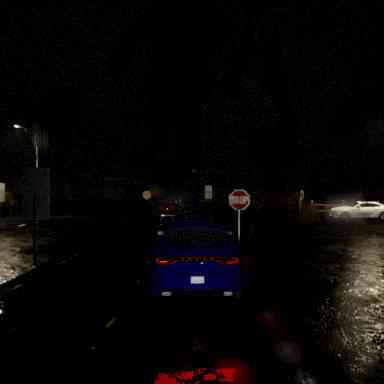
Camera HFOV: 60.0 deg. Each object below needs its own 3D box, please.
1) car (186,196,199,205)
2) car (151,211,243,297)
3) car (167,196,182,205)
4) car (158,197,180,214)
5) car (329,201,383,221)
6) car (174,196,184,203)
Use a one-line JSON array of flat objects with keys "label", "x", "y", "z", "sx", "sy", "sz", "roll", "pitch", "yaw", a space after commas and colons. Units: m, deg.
[{"label": "car", "x": 0.079, "y": 1.457, "z": 56.192, "sx": 1.837, "sy": 1.490, "sz": 4.892, "roll": 0, "pitch": 0, "yaw": 0}, {"label": "car", "x": 0.086, "y": 1.475, "z": 8.627, "sx": 1.882, "sy": 1.535, "sz": 5.008, "roll": 0, "pitch": 0, "yaw": 0}, {"label": "car", "x": -2.856, "y": 1.320, "z": 45.770, "sx": 2.097, "sy": 1.767, "sz": 4.553, "roll": 0, "pitch": 0, "yaw": 0}, {"label": "car", "x": -2.574, "y": 1.542, "z": 35.334, "sx": 1.994, "sy": 1.385, "sz": 4.181, "roll": 0, "pitch": 0, "yaw": -2}, {"label": "car", "x": 13.265, "y": 1.442, "z": 26.113, "sx": 4.674, "sy": 1.442, "sz": 1.812, "roll": 0, "pitch": 1, "yaw": 3}, {"label": "car", "x": -2.776, "y": 1.532, "z": 69.470, "sx": 1.895, "sy": 1.301, "sz": 4.718, "roll": 0, "pitch": 0, "yaw": 0}]
